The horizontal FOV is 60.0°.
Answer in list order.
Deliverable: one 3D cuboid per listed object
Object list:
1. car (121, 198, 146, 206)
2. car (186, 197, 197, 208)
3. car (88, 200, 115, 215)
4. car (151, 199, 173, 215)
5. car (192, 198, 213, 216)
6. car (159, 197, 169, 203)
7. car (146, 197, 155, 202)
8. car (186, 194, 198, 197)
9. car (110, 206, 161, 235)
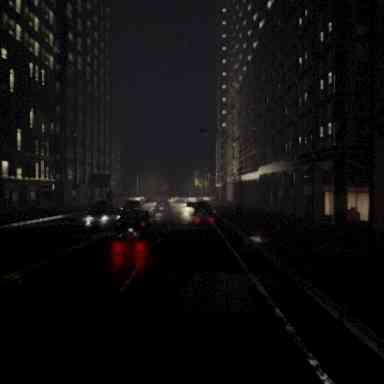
[{"bbox_3d":[-6.585,1.682,36.692,1.837,1.490,4.892,0,-1,0],"label":"car"},{"bbox_3d":[0.003,1.853,54.122,1.895,1.301,4.718,0,0,0],"label":"car"},{"bbox_3d":[-9.836,1.652,36.433,1.882,1.535,5.008,0,-1,0],"label":"car"},{"bbox_3d":[-3.148,1.723,36.581,2.033,1.411,5.357,0,0,0],"label":"car"},{"bbox_3d":[1.138,1.695,35.088,1.812,1.442,4.674,0,0,0],"label":"car"},{"bbox_3d":[-6.499,1.875,77.791,2.033,1.411,5.357,0,0,0],"label":"car"},{"bbox_3d":[-9.749,1.812,77.792,1.882,1.535,5.008,0,0,0],"label":"car"},{"bbox_3d":[0.001,1.446,66.702,2.150,2.045,5.566,0,0,0],"label":"car"},{"bbox_3d":[-3.150,1.697,19.367,1.895,1.301,4.718,0,0,0],"label":"car"}]
